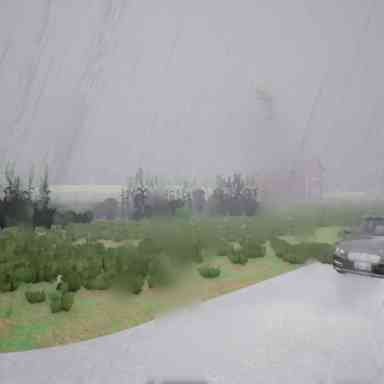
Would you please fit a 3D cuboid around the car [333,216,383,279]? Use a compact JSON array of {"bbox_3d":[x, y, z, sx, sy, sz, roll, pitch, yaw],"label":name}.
[{"bbox_3d":[5.751,1.491,9.652,2.128,1.511,4.902,0,0,44],"label":"car"}]
